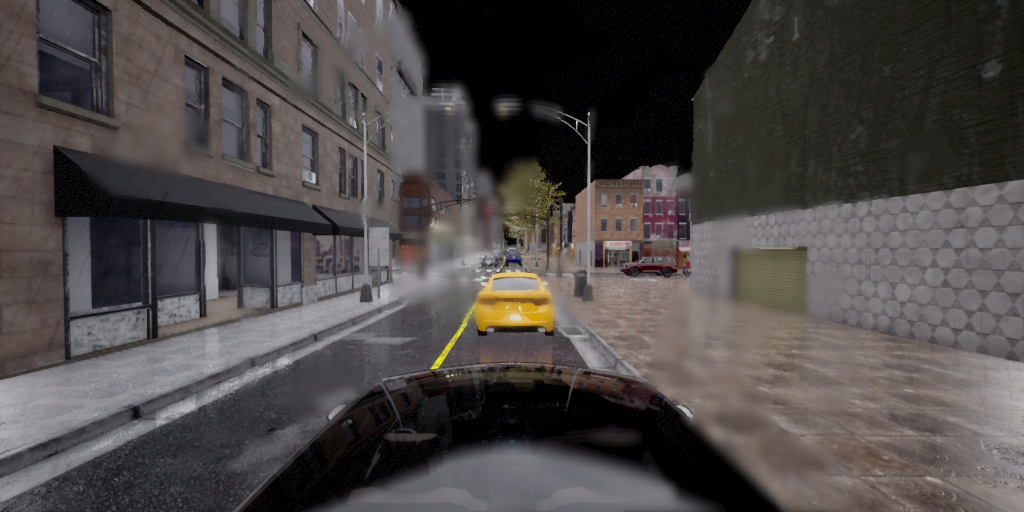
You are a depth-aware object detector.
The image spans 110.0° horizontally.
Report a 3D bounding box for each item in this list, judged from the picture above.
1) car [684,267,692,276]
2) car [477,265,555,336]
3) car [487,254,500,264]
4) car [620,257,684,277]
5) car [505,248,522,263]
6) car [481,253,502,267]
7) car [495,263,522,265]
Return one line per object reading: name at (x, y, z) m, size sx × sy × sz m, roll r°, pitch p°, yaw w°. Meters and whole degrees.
car at (18.119, 1.297, 33.391) m, size 4.207 × 1.307 × 1.802 m, roll 0°, pitch 0°, yaw 0°
car at (0.100, 1.206, 10.414) m, size 1.882 × 1.535 × 5.008 m, roll 0°, pitch 0°, yaw 0°
car at (-2.821, 0.444, 55.813) m, size 1.895 × 1.301 × 4.718 m, roll 0°, pitch 2°, yaw 0°
car at (12.717, 0.953, 33.384) m, size 5.009 × 1.841 × 2.192 m, roll 0°, pitch 0°, yaw 0°
car at (0.193, 0.220, 50.389) m, size 2.150 × 2.045 × 5.566 m, roll 0°, pitch 2°, yaw -1°
car at (-2.820, 0.615, 45.972) m, size 2.128 × 1.511 × 4.902 m, roll 0°, pitch 2°, yaw 1°
car at (0.076, 1.250, 19.856) m, size 1.895 × 1.301 × 4.718 m, roll 0°, pitch 1°, yaw 0°
